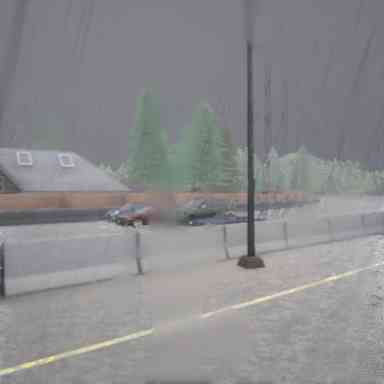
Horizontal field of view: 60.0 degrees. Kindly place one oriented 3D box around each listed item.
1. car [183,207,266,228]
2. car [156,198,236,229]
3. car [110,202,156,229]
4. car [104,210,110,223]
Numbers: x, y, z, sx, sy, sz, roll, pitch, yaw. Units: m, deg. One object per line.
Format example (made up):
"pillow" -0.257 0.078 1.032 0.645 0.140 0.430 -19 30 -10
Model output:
"car" 2.054 1.758 18.866 4.718 1.301 1.895 0 -1 -39
"car" 0.672 1.420 22.251 5.566 2.045 2.150 1 -1 -40
"car" -2.944 1.705 23.825 5.008 1.535 1.882 0 -1 -39
"car" -4.745 1.615 26.876 4.553 1.767 2.097 0 -1 -39
